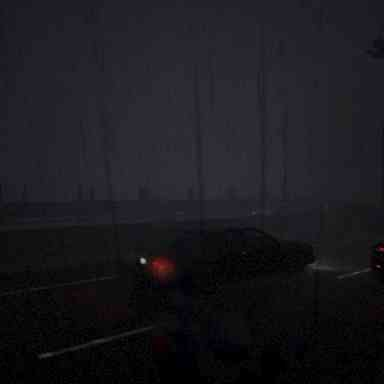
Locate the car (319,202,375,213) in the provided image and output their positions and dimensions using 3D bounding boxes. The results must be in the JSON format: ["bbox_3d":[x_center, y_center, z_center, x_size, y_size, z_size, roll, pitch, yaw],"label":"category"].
[{"bbox_3d":[12.409,1.567,25.806,4.902,1.511,2.128,0,0,-36],"label":"car"}]

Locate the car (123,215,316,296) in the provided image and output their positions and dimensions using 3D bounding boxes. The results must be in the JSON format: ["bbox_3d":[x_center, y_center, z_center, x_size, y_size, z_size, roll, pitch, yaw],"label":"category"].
[{"bbox_3d":[0.961,1.567,8.746,5.357,1.411,2.033,0,0,-36],"label":"car"}]

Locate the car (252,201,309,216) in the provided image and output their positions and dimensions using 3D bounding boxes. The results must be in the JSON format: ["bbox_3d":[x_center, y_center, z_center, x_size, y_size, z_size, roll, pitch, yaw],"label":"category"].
[{"bbox_3d":[6.786,1.591,26.083,4.674,1.442,1.812,0,0,-36],"label":"car"}]

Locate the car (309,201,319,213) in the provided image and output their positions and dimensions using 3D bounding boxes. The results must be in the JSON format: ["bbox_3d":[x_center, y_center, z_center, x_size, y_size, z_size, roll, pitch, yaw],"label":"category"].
[{"bbox_3d":[12.034,1.655,34.148,4.181,1.385,1.994,0,0,-36],"label":"car"}]

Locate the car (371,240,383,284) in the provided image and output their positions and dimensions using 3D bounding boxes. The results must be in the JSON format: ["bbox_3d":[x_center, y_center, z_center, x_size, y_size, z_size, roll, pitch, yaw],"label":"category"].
[{"bbox_3d":[6.394,1.520,8.342,4.902,1.511,2.128,0,0,-36],"label":"car"}]
